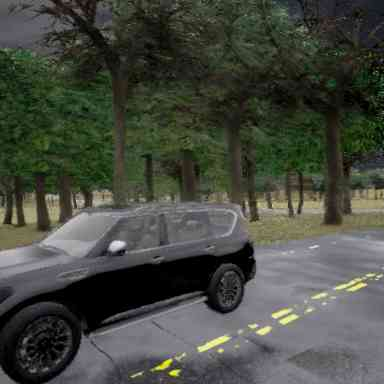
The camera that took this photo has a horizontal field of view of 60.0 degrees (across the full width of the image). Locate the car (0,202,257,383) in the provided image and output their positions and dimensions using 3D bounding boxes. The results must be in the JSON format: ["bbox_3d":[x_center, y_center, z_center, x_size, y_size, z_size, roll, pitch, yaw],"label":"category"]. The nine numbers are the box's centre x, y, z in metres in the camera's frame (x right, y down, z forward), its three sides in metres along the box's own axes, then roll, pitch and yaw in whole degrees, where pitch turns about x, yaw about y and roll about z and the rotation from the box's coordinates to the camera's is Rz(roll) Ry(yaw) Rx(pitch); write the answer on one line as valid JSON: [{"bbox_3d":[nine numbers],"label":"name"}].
[{"bbox_3d":[-1.142,1.221,5.855,5.566,2.045,2.150,0,0,-43],"label":"car"}]
